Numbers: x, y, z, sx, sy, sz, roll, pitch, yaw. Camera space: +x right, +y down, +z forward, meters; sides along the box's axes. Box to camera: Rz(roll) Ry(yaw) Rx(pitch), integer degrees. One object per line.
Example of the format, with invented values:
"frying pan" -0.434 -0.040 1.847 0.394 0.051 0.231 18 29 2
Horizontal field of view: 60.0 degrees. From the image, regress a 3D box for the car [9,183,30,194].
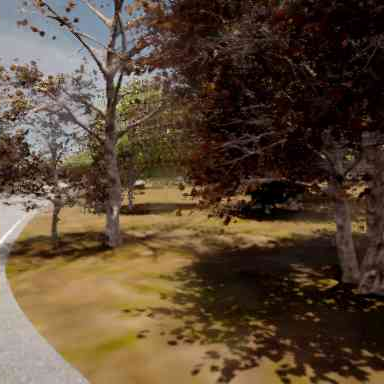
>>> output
"car" -22.288 -0.512 43.248 1.994 1.385 4.181 0 4 -14
